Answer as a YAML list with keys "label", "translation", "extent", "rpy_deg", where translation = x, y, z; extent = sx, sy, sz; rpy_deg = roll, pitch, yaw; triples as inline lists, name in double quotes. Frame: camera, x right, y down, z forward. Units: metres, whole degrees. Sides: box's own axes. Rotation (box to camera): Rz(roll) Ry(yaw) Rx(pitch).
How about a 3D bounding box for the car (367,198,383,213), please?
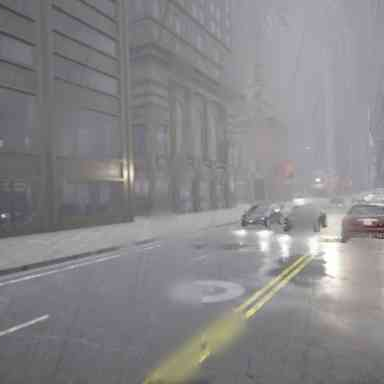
- label: "car"
  translation: [19.699, 1.382, 35.137]
  extent: [1.994, 1.385, 4.181]
  rpy_deg: [-2, -1, 30]

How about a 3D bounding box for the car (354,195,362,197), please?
- label: "car"
  translation: [28.239, 1.321, 56.526]
  extent: [1.812, 1.442, 4.674]
  rpy_deg: [-2, 0, 31]

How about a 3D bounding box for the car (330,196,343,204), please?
- label: "car"
  translation: [25.565, 1.429, 58.387]
  extent: [2.033, 1.411, 5.357]
  rpy_deg: [-2, -1, 31]

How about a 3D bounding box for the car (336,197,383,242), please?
- label: "car"
  translation: [8.305, 1.282, 15.546]
  extent: [2.097, 1.767, 4.553]
  rpy_deg: [-2, -1, 30]

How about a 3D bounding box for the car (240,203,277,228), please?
- label: "car"
  translation: [4.880, 1.586, 22.965]
  extent: [1.837, 1.490, 4.892]
  rpy_deg: [-2, -1, 30]

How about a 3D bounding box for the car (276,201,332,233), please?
- label: "car"
  translation: [6.781, 1.511, 19.770]
  extent: [1.837, 1.490, 4.892]
  rpy_deg: [-2, -1, 30]
